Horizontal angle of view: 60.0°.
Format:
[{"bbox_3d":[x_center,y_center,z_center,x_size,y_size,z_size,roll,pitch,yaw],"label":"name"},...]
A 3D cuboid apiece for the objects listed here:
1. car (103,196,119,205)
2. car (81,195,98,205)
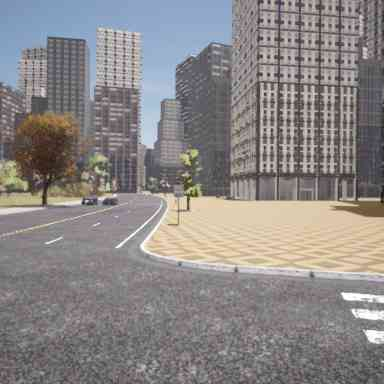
[{"bbox_3d":[-13.042,1.406,53.494,1.994,1.385,4.181,0,0,-4],"label":"car"},{"bbox_3d":[-16.282,1.306,53.244,2.128,1.511,4.902,0,0,-4],"label":"car"}]
